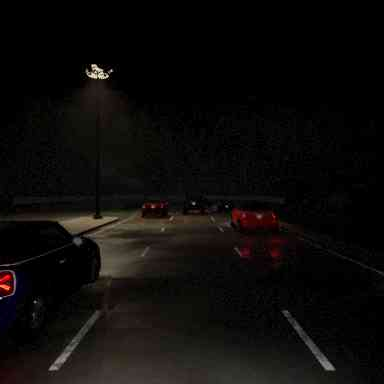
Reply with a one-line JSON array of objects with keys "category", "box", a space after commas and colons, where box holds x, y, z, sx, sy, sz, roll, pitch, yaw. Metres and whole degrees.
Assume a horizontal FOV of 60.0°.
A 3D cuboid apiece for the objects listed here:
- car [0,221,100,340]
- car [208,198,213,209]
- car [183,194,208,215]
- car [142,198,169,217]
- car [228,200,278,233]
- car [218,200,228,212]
[{"category": "car", "box": [-3.399, 1.352, 6.708, 2.097, 1.767, 4.553, 0, 0, 0]}, {"category": "car", "box": [1.605, 1.491, 44.500, 2.128, 1.511, 4.902, 0, 0, 12]}, {"category": "car", "box": [0.276, 1.221, 34.710, 2.150, 2.045, 5.566, 0, 0, 2]}, {"category": "car", "box": [-3.344, 1.350, 31.060, 2.097, 1.767, 4.553, 0, 0, 1]}, {"category": "car", "box": [3.601, 1.352, 19.904, 2.097, 1.767, 4.553, 0, 0, 0]}, {"category": "car", "box": [4.078, 1.564, 39.044, 1.994, 1.385, 4.181, 0, 0, 6]}]
